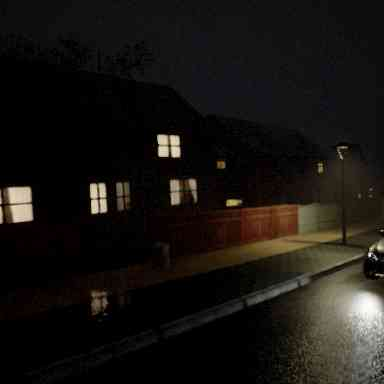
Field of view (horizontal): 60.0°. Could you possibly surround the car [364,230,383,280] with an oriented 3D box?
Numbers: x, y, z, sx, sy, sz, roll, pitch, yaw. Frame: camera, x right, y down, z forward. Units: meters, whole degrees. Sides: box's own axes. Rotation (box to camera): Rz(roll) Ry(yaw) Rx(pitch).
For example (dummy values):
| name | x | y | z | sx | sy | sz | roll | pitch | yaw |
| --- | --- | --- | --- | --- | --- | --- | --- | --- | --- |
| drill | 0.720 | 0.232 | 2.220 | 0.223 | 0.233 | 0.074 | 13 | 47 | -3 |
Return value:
| name | x | y | z | sx | sy | sz | roll | pitch | yaw |
| --- | --- | --- | --- | --- | --- | --- | --- | --- | --- |
| car | 6.160 | 1.413 | 8.701 | 4.674 | 1.442 | 1.812 | -1 | 0 | -43 |
